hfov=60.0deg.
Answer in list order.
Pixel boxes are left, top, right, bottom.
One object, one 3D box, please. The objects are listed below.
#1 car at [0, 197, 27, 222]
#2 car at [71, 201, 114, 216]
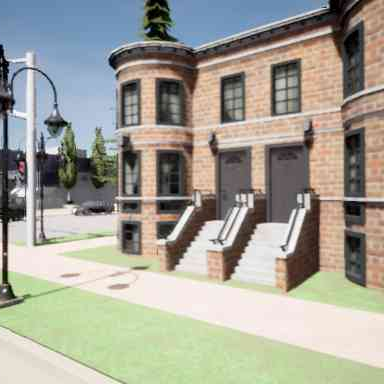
[{"bbox_3d":[-15.884,1.401,26.421,2.150,2.045,5.566,0,0,35],"label":"car"},{"bbox_3d":[-10.317,1.673,34.762,2.128,1.511,4.902,0,0,31],"label":"car"}]
